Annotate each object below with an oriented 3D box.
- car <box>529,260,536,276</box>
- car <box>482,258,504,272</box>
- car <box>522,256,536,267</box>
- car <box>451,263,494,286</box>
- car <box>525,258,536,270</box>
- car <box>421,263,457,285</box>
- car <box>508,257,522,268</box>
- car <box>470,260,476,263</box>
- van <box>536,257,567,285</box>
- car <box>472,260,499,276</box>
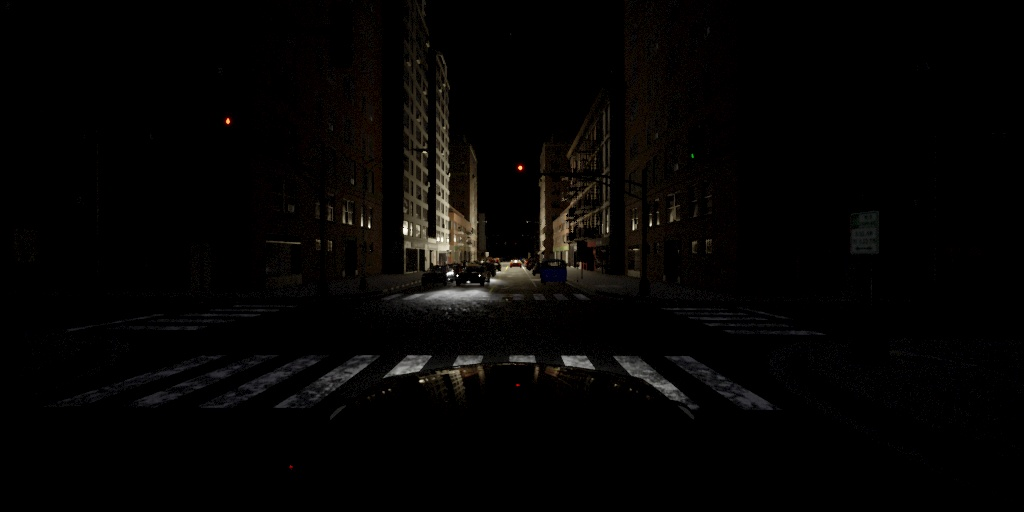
[{"bbox_3d":[2.954,1.329,36.736,1.802,1.307,4.207,0,0,1],"label":"car"},{"bbox_3d":[-2.423,1.308,46.549,1.994,1.385,4.181,0,0,2],"label":"car"},{"bbox_3d":[3.110,1.054,53.781,2.192,1.841,5.009,0,0,1],"label":"car"},{"bbox_3d":[-2.649,1.349,25.147,1.895,1.301,4.718,0,0,4],"label":"car"},{"bbox_3d":[3.058,1.325,48.099,1.802,1.307,4.207,0,0,1],"label":"car"},{"bbox_3d":[-5.175,1.299,25.440,2.007,1.370,4.403,0,0,1],"label":"car"},{"bbox_3d":[0.626,1.336,59.057,1.895,1.301,4.718,0,0,1],"label":"car"},{"bbox_3d":[-4.968,1.269,47.997,1.751,1.417,4.829,0,0,1],"label":"car"},{"bbox_3d":[2.850,1.089,25.375,1.690,1.789,3.998,0,0,1],"label":"van"},{"bbox_3d":[-2.544,1.349,35.158,1.895,1.301,4.718,0,0,1],"label":"car"}]
